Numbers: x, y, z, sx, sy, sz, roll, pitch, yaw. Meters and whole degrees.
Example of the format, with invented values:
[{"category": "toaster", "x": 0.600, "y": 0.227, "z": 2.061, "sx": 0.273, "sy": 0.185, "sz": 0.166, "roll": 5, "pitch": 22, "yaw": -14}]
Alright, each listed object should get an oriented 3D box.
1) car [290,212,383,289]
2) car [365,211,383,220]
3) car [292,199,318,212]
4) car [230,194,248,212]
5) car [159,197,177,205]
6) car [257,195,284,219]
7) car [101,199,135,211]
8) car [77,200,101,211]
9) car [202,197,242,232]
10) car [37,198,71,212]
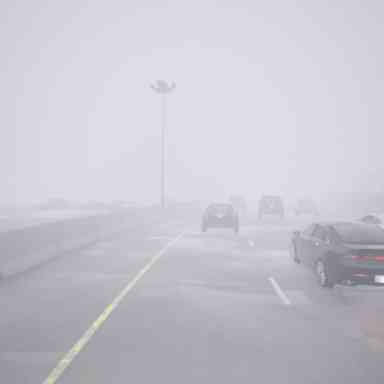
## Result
[{"category": "car", "x": 4.062, "y": 1.535, "z": 9.205, "sx": 1.837, "sy": 1.490, "sz": 4.892, "roll": 0, "pitch": 0, "yaw": 4}, {"category": "car", "x": 7.992, "y": 1.578, "z": 13.826, "sx": 1.812, "sy": 1.442, "sz": 4.674, "roll": 0, "pitch": 0, "yaw": 6}, {"category": "car", "x": 11.424, "y": 1.449, "z": 33.956, "sx": 2.097, "sy": 1.767, "sz": 4.553, "roll": 0, "pitch": 0, "yaw": 11}, {"category": "car", "x": 5.507, "y": 1.306, "z": 40.142, "sx": 2.150, "sy": 2.045, "sz": 5.566, "roll": 0, "pitch": 0, "yaw": 11}, {"category": "car", "x": -3.517, "y": 1.555, "z": 49.467, "sx": 2.128, "sy": 1.511, "sz": 4.902, "roll": 0, "pitch": 0, "yaw": 12}, {"category": "car", "x": 7.090, "y": 1.296, "z": 30.124, "sx": 2.150, "sy": 2.045, "sz": 5.566, "roll": 0, "pitch": 0, "yaw": 11}, {"category": "car", "x": -8.753, "y": 1.579, "z": 41.217, "sx": 2.033, "sy": 1.411, "sz": 5.357, "roll": 0, "pitch": 0, "yaw": 11}, {"category": "car", "x": -12.323, "y": 1.619, "z": 41.197, "sx": 1.895, "sy": 1.301, "sz": 4.718, "roll": 0, "pitch": 0, "yaw": 11}, {"category": "car", "x": 1.868, "y": 1.392, "z": 20.652, "sx": 2.097, "sy": 1.767, "sz": 4.553, "roll": 0, "pitch": 0, "yaw": 8}, {"category": "car", "x": -16.256, "y": 1.506, "z": 39.358, "sx": 1.837, "sy": 1.490, "sz": 4.892, "roll": 0, "pitch": 0, "yaw": 12}]
